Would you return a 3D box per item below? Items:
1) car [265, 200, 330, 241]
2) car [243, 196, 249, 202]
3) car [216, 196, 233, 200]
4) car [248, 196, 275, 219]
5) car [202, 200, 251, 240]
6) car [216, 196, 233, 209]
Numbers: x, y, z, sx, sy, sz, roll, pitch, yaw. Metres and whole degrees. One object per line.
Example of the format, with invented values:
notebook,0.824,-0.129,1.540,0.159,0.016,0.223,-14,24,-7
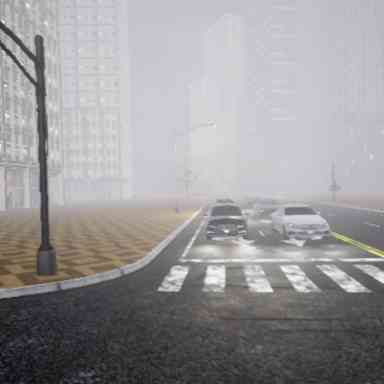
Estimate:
car,4.861,1.297,15.569,1.812,1.442,4.674,-1,0,4
car,6.985,1.127,38.585,1.895,1.301,4.718,-1,1,5
car,2.624,1.246,26.468,1.837,1.490,4.892,-1,1,6
car,5.841,1.208,25.968,2.033,1.411,5.357,-1,0,5
car,1.664,1.355,16.243,1.837,1.490,4.892,-1,0,5
car,3.858,1.198,40.044,1.895,1.301,4.718,-1,0,5
